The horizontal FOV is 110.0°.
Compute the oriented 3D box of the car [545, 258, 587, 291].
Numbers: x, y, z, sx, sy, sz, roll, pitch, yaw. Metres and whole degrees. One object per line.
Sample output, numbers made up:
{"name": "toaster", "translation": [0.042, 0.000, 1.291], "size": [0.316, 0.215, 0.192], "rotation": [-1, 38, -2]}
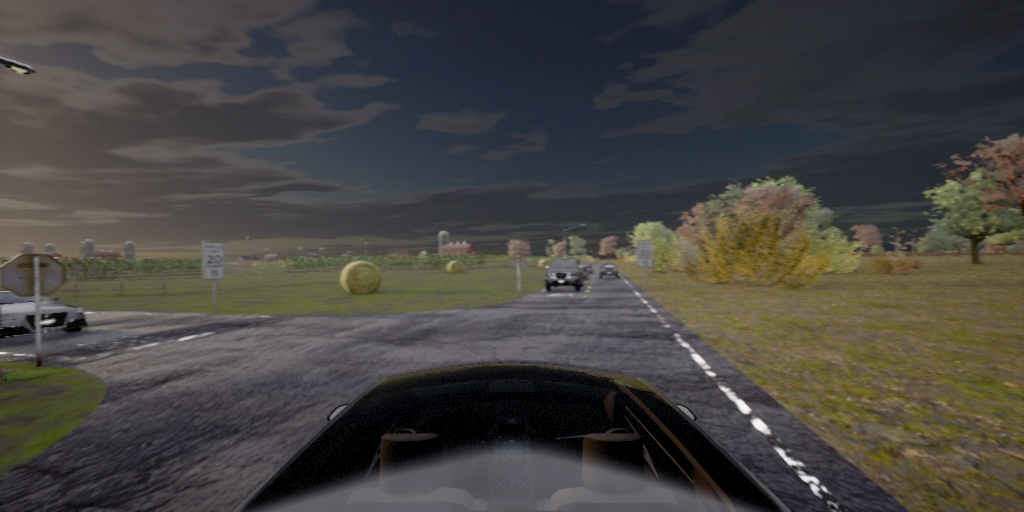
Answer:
{"name": "car", "translation": [3.612, 1.186, 24.076], "size": [2.150, 2.045, 5.566], "rotation": [-2, -1, 14]}

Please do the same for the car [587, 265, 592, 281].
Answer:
{"name": "car", "translation": [6.249, 1.603, 34.212], "size": [1.994, 1.385, 4.181], "rotation": [-2, -1, 15]}

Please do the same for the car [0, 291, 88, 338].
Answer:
{"name": "car", "translation": [-15.253, 1.758, 10.755], "size": [4.181, 1.385, 1.994], "rotation": [-1, 0, 14]}

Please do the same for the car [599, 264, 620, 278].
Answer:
{"name": "car", "translation": [10.148, 1.508, 37.550], "size": [1.812, 1.442, 4.674], "rotation": [-2, -1, 14]}
